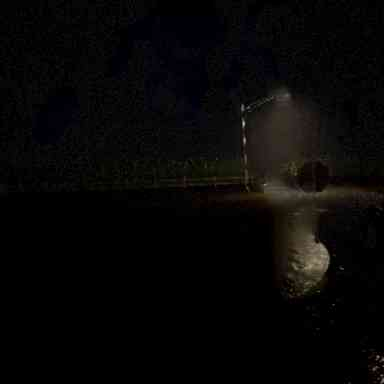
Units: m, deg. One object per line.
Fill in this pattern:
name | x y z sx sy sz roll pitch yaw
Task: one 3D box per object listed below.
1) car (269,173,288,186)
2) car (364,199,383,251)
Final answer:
car | 10.577 -1.626 40.923 1.994 1.385 4.181 -3 3 9
car | 5.139 0.798 6.818 2.128 1.511 4.902 -3 4 9
